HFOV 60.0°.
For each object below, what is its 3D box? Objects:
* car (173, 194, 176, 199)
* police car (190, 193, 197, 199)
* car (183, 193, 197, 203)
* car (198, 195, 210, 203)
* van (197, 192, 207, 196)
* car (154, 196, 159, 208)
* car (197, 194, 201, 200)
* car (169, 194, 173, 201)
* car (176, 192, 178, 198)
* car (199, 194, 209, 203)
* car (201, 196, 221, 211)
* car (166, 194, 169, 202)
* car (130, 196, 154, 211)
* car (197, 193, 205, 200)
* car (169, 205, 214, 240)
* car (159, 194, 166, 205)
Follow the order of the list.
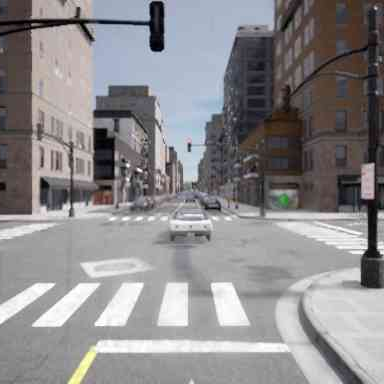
[{"bbox_3d":[-5.720,1.312,81.434,2.008,1.369,4.403,0,0,0],"label":"car"},{"bbox_3d":[0.495,1.169,91.424,1.930,1.638,5.238,0,0,0],"label":"police car"},{"bbox_3d":[-0.335,1.340,64.494,2.033,1.411,5.357,0,0,0],"label":"car"},{"bbox_3d":[2.302,1.343,64.901,2.008,1.369,4.403,0,0,0],"label":"car"},{"bbox_3d":[2.301,1.145,59.390,1.690,1.788,3.998,0,0,0],"label":"van"},{"bbox_3d":[-5.726,1.288,42.859,1.967,1.590,4.097,0,0,0],"label":"car"},{"bbox_3d":[2.301,1.383,53.880,1.947,1.339,4.313,0,0,0],"label":"car"},{"bbox_3d":[-5.722,1.221,70.412,1.967,1.590,4.097,0,0,0],"label":"car"},{"bbox_3d":[-5.719,1.287,92.456,1.887,1.381,4.507,0,0,0],"label":"car"},{"bbox_3d":[2.300,1.414,48.369,1.802,1.307,4.206,0,0,0],"label":"car"},{"bbox_3d":[2.298,1.430,37.347,1.947,1.339,4.313,0,0,0],"label":"car"},{"bbox_3d":[-5.723,1.355,59.391,2.008,1.369,4.403,0,0,0],"label":"car"},{"bbox_3d":[-5.726,1.304,37.348,1.967,1.590,4.097,0,0,0],"label":"car"},{"bbox_3d":[2.306,1.192,86.944,1.967,1.590,4.097,0,0,0],"label":"car"},{"bbox_3d":[-0.090,1.523,16.476,1.895,1.301,4.718,0,0,-1],"label":"car"},{"bbox_3d":[-5.724,1.400,53.881,1.802,1.307,4.206,0,0,0],"label":"car"}]
